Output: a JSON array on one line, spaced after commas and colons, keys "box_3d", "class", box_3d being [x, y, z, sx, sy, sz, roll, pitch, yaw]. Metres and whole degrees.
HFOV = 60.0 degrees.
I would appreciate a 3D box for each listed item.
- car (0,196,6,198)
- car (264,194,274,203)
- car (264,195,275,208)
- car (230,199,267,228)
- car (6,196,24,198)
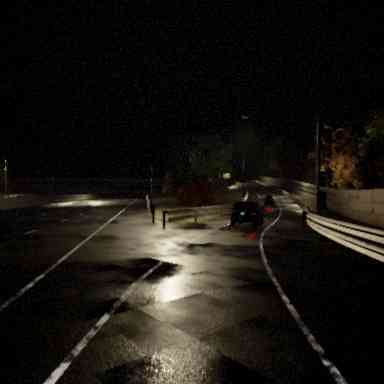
[{"box_3d": [-33.705, 1.374, 58.329, 1.895, 1.301, 4.718, 0, 0, -8], "class": "car"}, {"box_3d": [16.073, 1.331, 69.441, 1.837, 1.490, 4.892, 1, 4, 11], "class": "car"}, {"box_3d": [13.899, 1.921, 59.614, 1.837, 1.490, 4.892, 1, 2, 13], "class": "car"}, {"box_3d": [4.680, 1.813, 27.824, 2.150, 2.045, 5.566, 1, -1, 18], "class": "car"}, {"box_3d": [-30.135, 1.363, 58.001, 1.994, 1.385, 4.181, 0, 0, -7], "class": "car"}]
